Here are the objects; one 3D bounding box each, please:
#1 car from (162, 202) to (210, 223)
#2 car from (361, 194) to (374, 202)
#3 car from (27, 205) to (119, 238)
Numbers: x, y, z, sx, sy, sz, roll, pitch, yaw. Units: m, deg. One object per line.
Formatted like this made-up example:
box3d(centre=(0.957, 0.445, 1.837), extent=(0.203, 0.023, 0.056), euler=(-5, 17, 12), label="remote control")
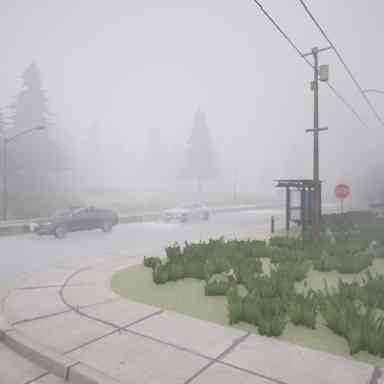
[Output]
box3d(centre=(-0.319, 1.523, 25.845), extent=(1.812, 1.442, 4.674), euler=(0, 0, 36), label="car")
box3d(centre=(40.420, 1.354, 76.466), extent=(2.097, 1.767, 4.553), euler=(0, 0, 36), label="car")
box3d(centre=(-6.165, 1.489, 17.772), extent=(2.128, 1.511, 4.902), euler=(0, 0, 36), label="car")
